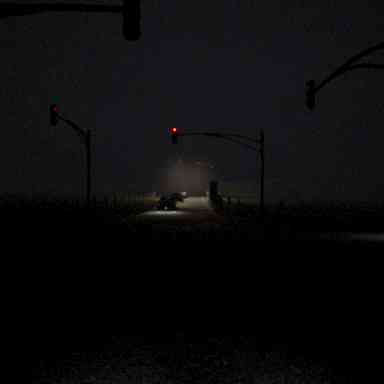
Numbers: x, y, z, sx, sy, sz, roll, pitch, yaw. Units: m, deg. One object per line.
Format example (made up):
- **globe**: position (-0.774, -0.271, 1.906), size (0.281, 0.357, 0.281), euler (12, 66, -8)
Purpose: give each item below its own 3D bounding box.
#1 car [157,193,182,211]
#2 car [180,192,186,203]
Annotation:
- **car**: position (-2.465, 1.106, 34.210), size (2.033, 1.411, 5.357), euler (0, 1, 0)
- **car**: position (-2.239, 0.875, 49.197), size (1.837, 1.490, 4.892), euler (0, 0, 1)
